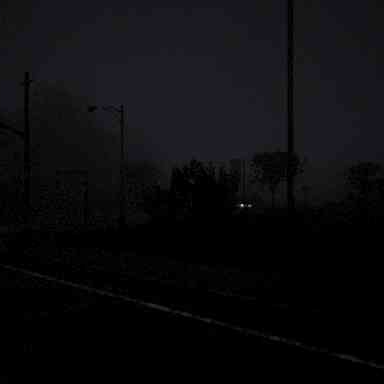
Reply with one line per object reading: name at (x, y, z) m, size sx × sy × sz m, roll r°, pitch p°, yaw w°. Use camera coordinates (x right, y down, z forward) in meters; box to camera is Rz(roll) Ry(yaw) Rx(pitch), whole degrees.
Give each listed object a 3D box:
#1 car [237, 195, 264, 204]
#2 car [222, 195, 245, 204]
car at (10.150, 1.264, 55.671) m, size 2.033 × 1.411 × 5.357 m, roll 0°, pitch 1°, yaw 37°
car at (7.307, 1.319, 57.716) m, size 1.895 × 1.301 × 4.718 m, roll 0°, pitch 1°, yaw 37°
